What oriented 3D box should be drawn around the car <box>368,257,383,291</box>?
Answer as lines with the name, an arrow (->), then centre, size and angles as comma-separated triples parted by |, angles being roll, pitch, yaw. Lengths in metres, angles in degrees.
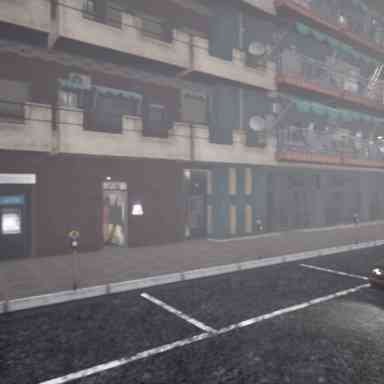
car -> 6.382, 1.600, 7.927 | 5.357, 1.411, 2.033 | 0, 0, -35
